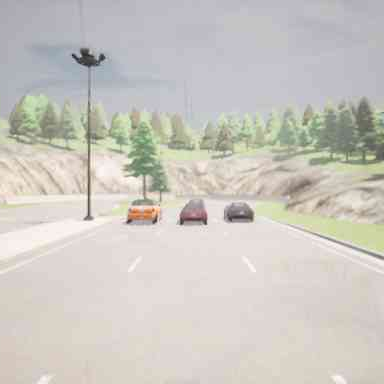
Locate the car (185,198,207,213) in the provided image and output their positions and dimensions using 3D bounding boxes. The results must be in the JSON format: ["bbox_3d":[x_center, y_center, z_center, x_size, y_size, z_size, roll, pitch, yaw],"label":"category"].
[{"bbox_3d":[0.567,1.437,37.049,2.033,1.411,5.357,0,0,5],"label":"car"}]

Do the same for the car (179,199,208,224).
[{"bbox_3d":[0.107,1.492,24.264,1.994,1.385,4.181,0,0,0],"label":"car"}]

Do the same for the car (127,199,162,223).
[{"bbox_3d":[-3.393,1.278,24.552,2.097,1.767,4.553,0,0,0],"label":"car"}]

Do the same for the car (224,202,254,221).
[{"bbox_3d":[3.621,1.486,26.135,1.994,1.385,4.181,0,0,0],"label":"car"}]
